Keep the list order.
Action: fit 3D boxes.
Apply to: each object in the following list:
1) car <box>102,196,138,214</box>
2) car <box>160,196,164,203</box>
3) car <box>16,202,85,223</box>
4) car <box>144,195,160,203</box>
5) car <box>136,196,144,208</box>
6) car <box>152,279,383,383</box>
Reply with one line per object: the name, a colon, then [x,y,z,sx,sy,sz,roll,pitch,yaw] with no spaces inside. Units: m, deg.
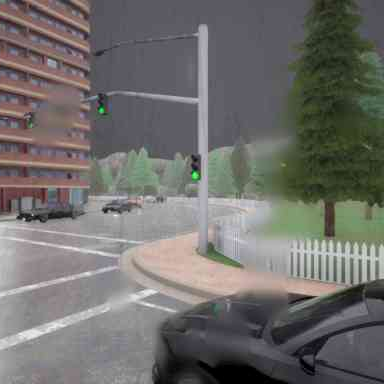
car: [-7.802,1.492,35.393,2.033,1.411,5.357,0,0,7]
car: [-7.725,1.448,69.338,1.837,1.490,4.892,0,0,-42]
car: [-10.623,1.492,25.575,2.033,1.411,5.357,0,0,24]
car: [-8.694,1.470,65.024,1.812,1.442,4.674,0,0,-36]
car: [-8.100,1.296,45.690,2.097,1.767,4.553,0,0,-11]
car: [1.890,1.478,2.641,5.008,1.535,1.882,0,0,36]
